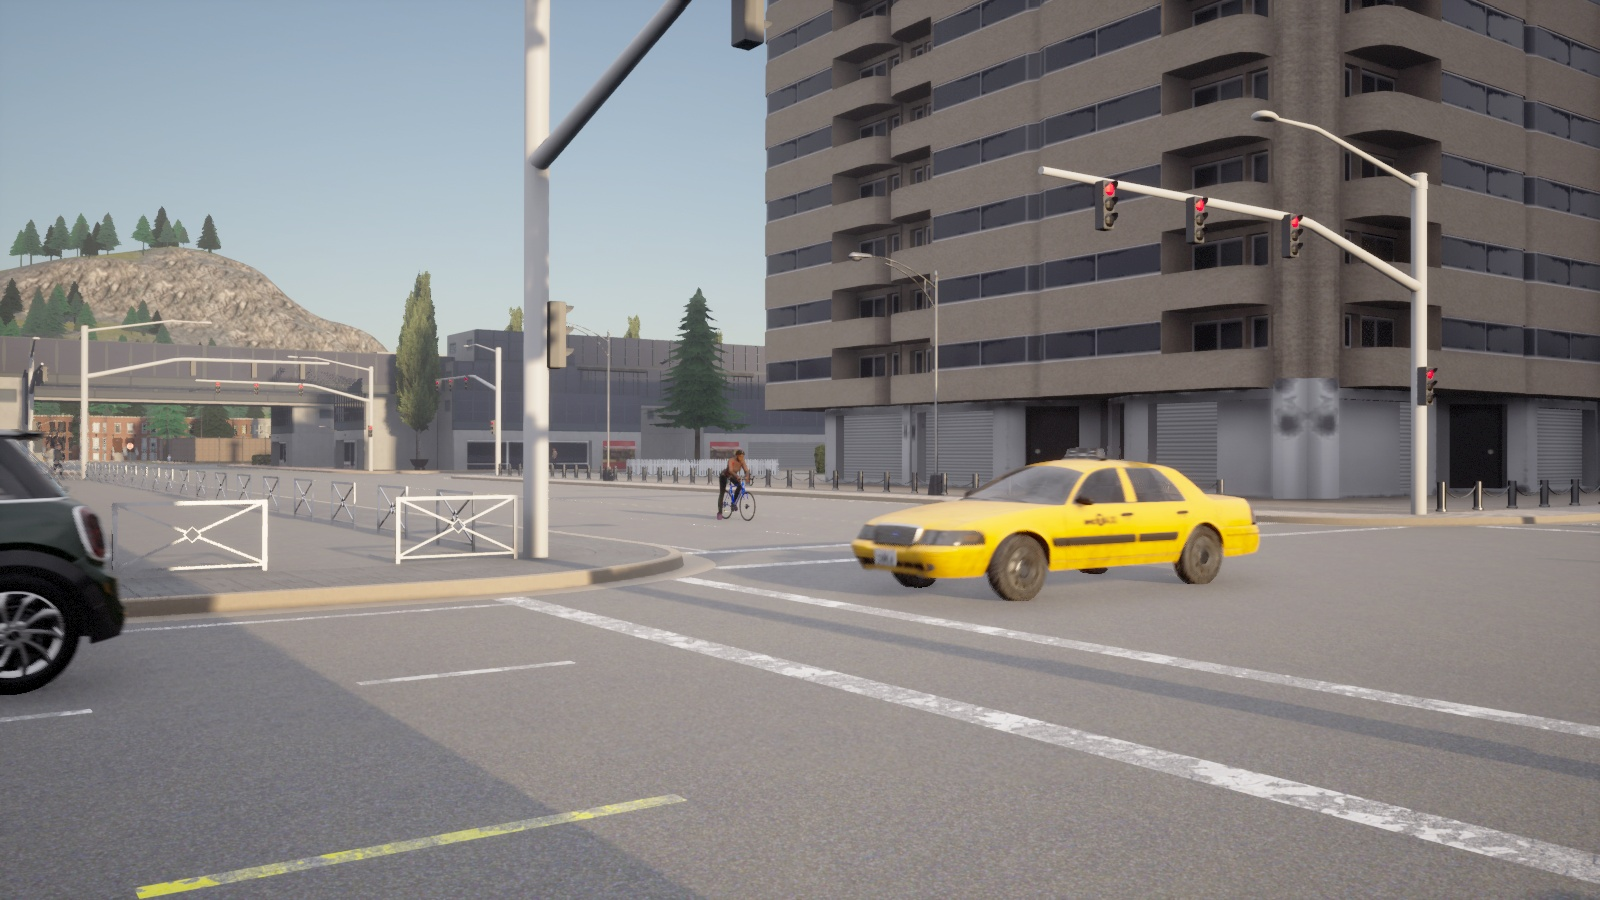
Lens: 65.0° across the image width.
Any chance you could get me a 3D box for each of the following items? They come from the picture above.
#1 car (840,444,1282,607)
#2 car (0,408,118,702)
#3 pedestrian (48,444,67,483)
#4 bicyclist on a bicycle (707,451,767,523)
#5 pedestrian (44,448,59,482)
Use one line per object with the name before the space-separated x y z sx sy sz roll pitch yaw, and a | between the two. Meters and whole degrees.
car | 3.144 0.736 14.434 5.366 1.575 1.801 0 0 -36
car | -6.768 0.636 7.477 4.553 1.767 2.097 0 0 -35
pedestrian | -37.771 0.695 63.886 0.788 1.949 0.423 0 0 -21
bicyclist on a bicycle | -1.467 0.827 28.998 0.582 1.620 1.656 0 0 -35
pedestrian | -43.552 0.852 73.057 0.659 1.952 0.873 0 0 -24
